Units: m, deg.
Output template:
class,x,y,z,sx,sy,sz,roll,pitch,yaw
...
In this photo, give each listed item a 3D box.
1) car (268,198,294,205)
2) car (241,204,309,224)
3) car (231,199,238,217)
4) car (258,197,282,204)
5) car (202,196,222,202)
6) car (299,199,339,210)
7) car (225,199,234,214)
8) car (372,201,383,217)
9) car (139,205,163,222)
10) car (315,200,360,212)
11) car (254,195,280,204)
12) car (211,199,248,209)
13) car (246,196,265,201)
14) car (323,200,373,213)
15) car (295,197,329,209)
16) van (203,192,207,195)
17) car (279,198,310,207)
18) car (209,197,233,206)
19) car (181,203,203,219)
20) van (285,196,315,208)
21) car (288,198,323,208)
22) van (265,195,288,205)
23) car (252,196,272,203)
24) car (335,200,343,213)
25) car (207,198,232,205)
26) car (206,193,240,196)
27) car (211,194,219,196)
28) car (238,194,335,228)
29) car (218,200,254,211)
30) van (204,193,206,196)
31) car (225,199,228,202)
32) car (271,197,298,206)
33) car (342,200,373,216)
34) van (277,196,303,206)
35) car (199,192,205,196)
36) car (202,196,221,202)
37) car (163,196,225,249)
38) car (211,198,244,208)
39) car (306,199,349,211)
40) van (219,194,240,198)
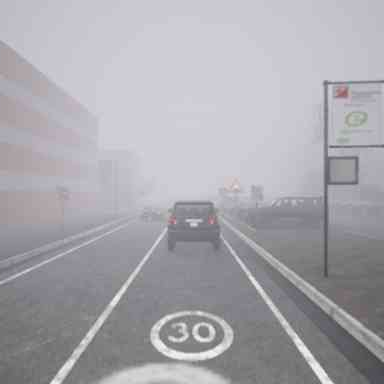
class,x,y,z,sx,sy,sz,roll,pitch,yaw
car,18.180,1.956,68.073,4.792,1.488,2.163,0,-1,-1
car,6.229,1.657,25.445,4.674,1.452,2.002,0,0,-1
car,6.183,1.641,28.272,5.008,1.535,2.097,0,0,-1
car,18.014,1.955,76.679,5.008,1.535,2.097,0,1,-1
car,5.280,1.842,87.624,5.008,1.535,2.097,0,1,-1
car,18.442,1.786,48.437,5.008,1.535,2.097,0,0,-1
car,6.098,1.724,33.922,4.674,1.452,2.002,0,0,-1
car,18.764,1.642,28.550,4.892,1.521,2.231,0,0,-1
car,-3.449,1.827,29.259,1.895,1.301,4.718,0,0,0
car,18.566,1.774,42.667,4.792,1.488,2.163,0,0,-1
car,17.949,1.677,79.511,5.566,2.045,2.435,0,1,-1
car,5.655,1.802,50.871,5.366,1.575,1.946,0,0,-1
car,17.758,1.781,93.630,5.008,1.535,2.097,0,1,-1
car,18.575,1.724,39.843,5.008,1.535,2.097,0,0,-1
car,18.435,1.680,51.261,4.553,1.767,2.185,0,0,-1
van,5.479,1.675,81.973,4.442,1.987,1.878,0,1,-1
car,18.283,1.867,59.605,4.892,1.521,2.231,0,0,-1
car,5.654,1.781,65.002,4.553,1.767,2.185,0,0,-1
car,-0.022,1.808,32.290,1.994,1.385,4.181,0,0,0
van,18.435,1.620,56.783,4.442,1.987,1.878,0,0,-1
car,18.366,1.826,54.083,5.008,1.535,2.097,0,0,-1
van,17.988,1.721,70.899,4.442,1.987,1.878,0,0,-1
car,17.862,1.899,85.160,4.792,1.488,2.163,0,1,-1
car,18.618,1.704,37.019,5.008,1.535,2.097,0,0,-1
car,5.574,1.926,67.826,5.008,1.535,2.097,0,0,-1
car,5.738,1.614,59.352,5.566,2.045,2.435,0,0,-1
car,5.828,1.700,53.701,4.553,1.767,2.185,0,0,-1
car,6.247,1.342,22.622,5.566,2.045,2.435,0,-1,-1
car,5.925,1.805,45.223,4.674,1.452,2.002,0,0,-1
van,5.563,1.730,76.443,4.442,1.987,1.878,0,0,-1
car,6.060,1.744,36.747,4.674,1.452,2.002,0,0,-1
car,18.158,1.781,65.376,4.553,1.767,2.185,0,0,-1
car,18.663,1.685,34.196,4.892,1.521,2.231,0,0,-1
van,18.351,1.660,62.433,4.442,1.987,1.878,0,0,-1
car,5.290,1.620,84.796,5.566,2.045,2.435,0,1,-1
car,5.226,1.812,90.449,5.008,1.535,2.097,0,1,-1
car,0.068,1.356,15.312,2.150,2.045,5.566,0,0,0
car,5.939,1.843,56.527,5.366,1.575,1.946,0,0,-1
car,18.495,1.766,45.614,5.008,1.535,2.097,0,0,-1
van,6.087,1.519,42.401,4.442,1.987,1.878,0,0,-1
